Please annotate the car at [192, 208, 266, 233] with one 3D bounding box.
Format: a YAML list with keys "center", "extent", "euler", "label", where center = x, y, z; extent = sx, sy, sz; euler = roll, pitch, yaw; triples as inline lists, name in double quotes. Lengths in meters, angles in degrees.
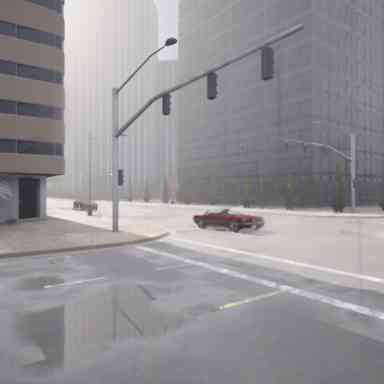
- center: [2.117, 1.633, 20.033]
  extent: [1.895, 1.301, 4.718]
  euler: [0, -1, -36]
  label: "car"

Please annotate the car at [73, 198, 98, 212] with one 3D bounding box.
- center: [-13.078, 1.534, 40.765]
  extent: [1.882, 1.535, 5.008]
  euler: [0, 0, -36]
  label: "car"
